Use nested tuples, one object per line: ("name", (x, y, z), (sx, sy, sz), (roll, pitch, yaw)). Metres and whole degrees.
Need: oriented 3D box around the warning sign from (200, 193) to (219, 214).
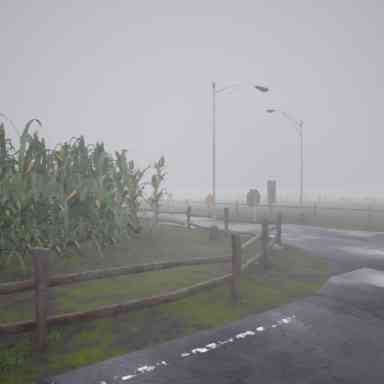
("warning sign", (1.613, 1.014, 30.377), (1.300, 1.860, 1.060), (-1, 0, -36))
